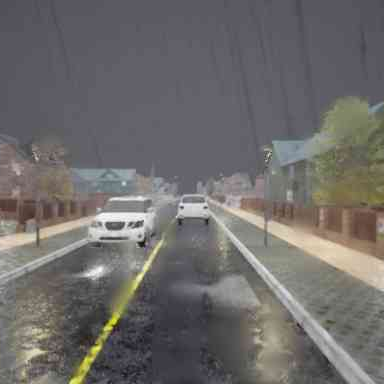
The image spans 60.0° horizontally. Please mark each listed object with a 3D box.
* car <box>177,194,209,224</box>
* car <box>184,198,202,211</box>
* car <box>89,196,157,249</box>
[{"bbox_3d":[0.104,1.205,24.577,2.150,2.045,5.566,0,-1,0],"label":"car"},{"bbox_3d":[0.111,1.488,41.245,2.128,1.511,4.902,0,0,0],"label":"car"},{"bbox_3d":[-2.846,1.210,14.932,2.150,2.045,5.566,0,0,0],"label":"car"}]
